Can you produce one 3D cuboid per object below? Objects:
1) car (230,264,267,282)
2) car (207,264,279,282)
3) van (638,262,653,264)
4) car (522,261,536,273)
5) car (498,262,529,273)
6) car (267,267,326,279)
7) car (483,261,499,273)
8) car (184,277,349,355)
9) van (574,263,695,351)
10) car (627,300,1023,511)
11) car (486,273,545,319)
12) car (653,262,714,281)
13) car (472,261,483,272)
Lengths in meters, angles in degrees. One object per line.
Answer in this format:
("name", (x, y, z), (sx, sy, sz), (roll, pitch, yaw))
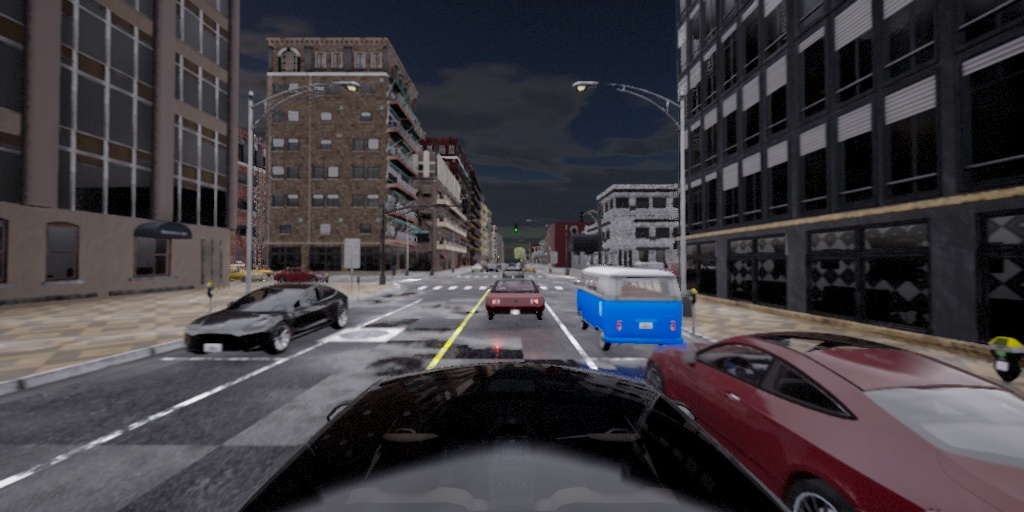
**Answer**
("car", (-22.953, 1.522, 29.766), (4.829, 1.417, 1.751), (0, 0, 0))
("car", (-24.186, 1.514, 32.365), (5.008, 1.535, 1.882), (0, -1, 0))
("van", (14.906, 1.572, 38.226), (3.998, 1.789, 1.690), (0, 0, 0))
("car", (2.703, 1.877, 53.920), (1.751, 1.417, 4.829), (0, 0, 0))
("car", (0.111, 1.580, 32.141), (2.128, 1.511, 4.902), (0, -1, 0))
("car", (-17.460, 1.590, 29.777), (4.207, 1.307, 1.802), (0, 0, 0))
("car", (-3.068, 1.886, 56.276), (1.837, 1.490, 4.892), (0, 0, 0))
("car", (-5.688, 1.396, 8.994), (1.948, 1.339, 4.313), (0, 0, 0))
("van", (2.659, 1.171, 8.967), (1.690, 1.789, 3.998), (0, 0, 0))
("car", (2.658, 1.349, 3.278), (1.802, 1.307, 4.207), (0, 0, 0))
("car", (0.104, 1.480, 13.396), (1.895, 1.301, 4.718), (0, -1, 0))
("car", (14.926, 1.414, 29.847), (5.009, 1.841, 2.192), (0, 0, 0))
("car", (-5.677, 1.945, 59.119), (1.751, 1.417, 4.829), (0, 0, 0))
